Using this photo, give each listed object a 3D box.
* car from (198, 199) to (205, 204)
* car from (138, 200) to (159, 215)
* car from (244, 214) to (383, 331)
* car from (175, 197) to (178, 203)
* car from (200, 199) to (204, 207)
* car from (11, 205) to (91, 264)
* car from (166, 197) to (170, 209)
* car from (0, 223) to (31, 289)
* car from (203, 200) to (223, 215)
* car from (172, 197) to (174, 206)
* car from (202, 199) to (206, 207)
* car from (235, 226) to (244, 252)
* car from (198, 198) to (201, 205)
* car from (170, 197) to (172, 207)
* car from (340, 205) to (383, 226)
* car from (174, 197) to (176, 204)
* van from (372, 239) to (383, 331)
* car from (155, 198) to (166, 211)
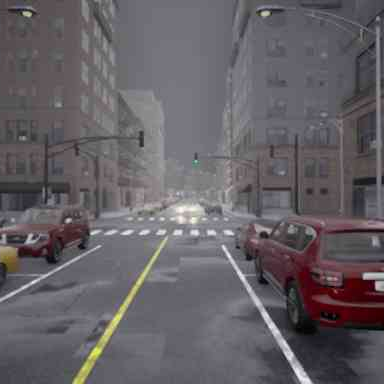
[{"bbox_3d":[2.729,2.635,94.439,1.887,1.381,4.507,0,-1,0],"label":"car"},{"bbox_3d":[-5.377,1.979,39.461,1.752,1.417,4.829,0,-1,0],"label":"car"},{"bbox_3d":[2.645,1.396,6.941,2.192,1.841,5.009,0,-1,0],"label":"car"},{"bbox_3d":[-5.319,2.278,83.487,2.192,1.841,5.009,0,-1,0],"label":"car"},{"bbox_3d":[2.687,2.132,50.586,2.008,1.369,4.403,0,-1,0],"label":"car"},{"bbox_3d":[-5.388,1.461,12.628,2.192,1.841,5.009,0,-1,0],"label":"car"},{"bbox_3d":[-5.355,1.960,56.078,2.192,1.841,5.009,0,-1,0],"label":"car"},{"bbox_3d":[-5.393,1.605,6.777,1.752,1.417,4.829,0,-1,0],"label":"car"},{"bbox_3d":[2.676,2.006,39.623,2.008,1.369,4.403,0,-1,0],"label":"car"},{"bbox_3d":[-5.341,2.212,67.040,1.967,1.590,4.097,0,-1,0],"label":"car"},{"bbox_3d":[2.681,2.063,45.104,1.887,1.381,4.507,0,-1,0],"label":"car"},{"bbox_3d":[2.650,1.728,12.616,1.802,1.307,4.206,0,-1,0],"label":"car"},{"bbox_3d":[2.702,2.323,67.031,2.008,1.369,4.403,0,-1,0],"label":"car"},{"bbox_3d":[-5.348,2.149,61.559,1.967,1.590,4.097,0,-1,0],"label":"car"},{"bbox_3d":[13.910,1.716,24.910,4.892,1.490,1.837,0,-1,0],"label":"car"},{"bbox_3d":[-5.327,2.465,78.002,1.947,1.339,4.313,0,-1,0],"label":"car"},{"bbox_3d":[2.639,1.357,1.262,1.690,1.788,3.998,0,-1,0],"label":"van"},{"bbox_3d":[-5.363,2.105,50.424,1.752,1.417,4.829,0,-1,0],"label":"car"}]
